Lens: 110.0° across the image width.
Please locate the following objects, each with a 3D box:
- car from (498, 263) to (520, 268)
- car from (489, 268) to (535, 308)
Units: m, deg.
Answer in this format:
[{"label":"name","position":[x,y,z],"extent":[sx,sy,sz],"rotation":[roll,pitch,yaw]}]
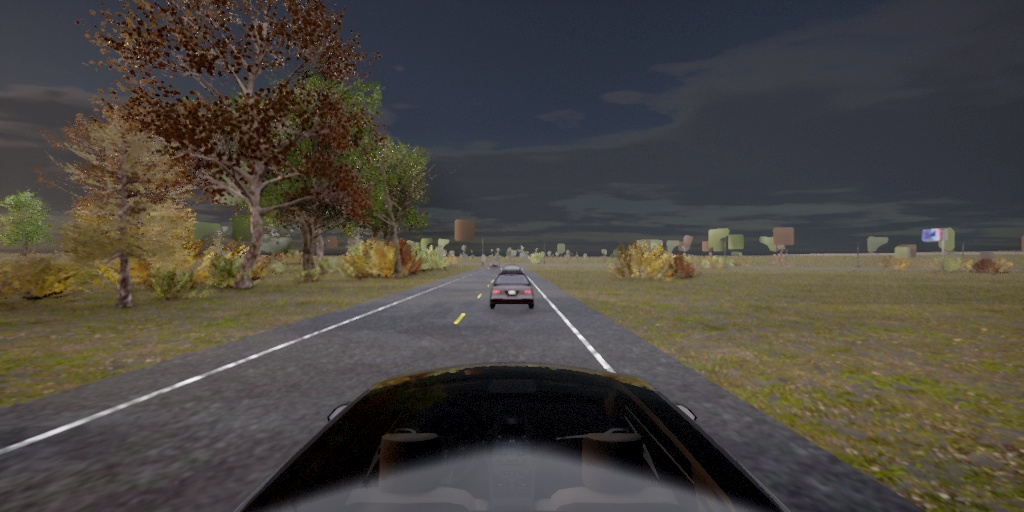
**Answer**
[{"label":"car","position":[-0.003,1.494,31.333],"extent":[1.882,1.535,5.008],"rotation":[0,0,0]},{"label":"car","position":[-0.003,1.426,15.829],"extent":[2.033,1.411,5.357],"rotation":[0,0,0]}]
